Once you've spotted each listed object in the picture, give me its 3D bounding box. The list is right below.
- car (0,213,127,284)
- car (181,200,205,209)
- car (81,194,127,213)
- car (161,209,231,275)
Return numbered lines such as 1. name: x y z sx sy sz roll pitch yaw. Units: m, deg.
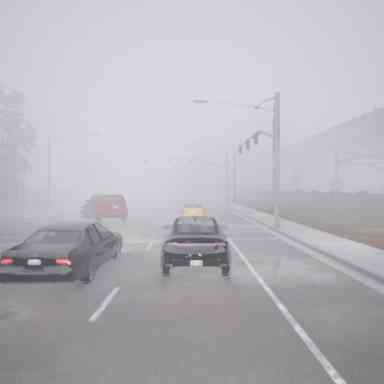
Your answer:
1. car: -3.398 1.562 9.676 2.033 1.411 5.357 0 0 0
2. car: 0.102 1.390 26.365 1.801 1.575 5.366 0 1 0
3. car: -6.767 1.158 25.461 2.150 2.045 5.566 1 0 -32
4. car: 0.101 1.505 10.470 2.128 1.511 4.902 0 0 0
